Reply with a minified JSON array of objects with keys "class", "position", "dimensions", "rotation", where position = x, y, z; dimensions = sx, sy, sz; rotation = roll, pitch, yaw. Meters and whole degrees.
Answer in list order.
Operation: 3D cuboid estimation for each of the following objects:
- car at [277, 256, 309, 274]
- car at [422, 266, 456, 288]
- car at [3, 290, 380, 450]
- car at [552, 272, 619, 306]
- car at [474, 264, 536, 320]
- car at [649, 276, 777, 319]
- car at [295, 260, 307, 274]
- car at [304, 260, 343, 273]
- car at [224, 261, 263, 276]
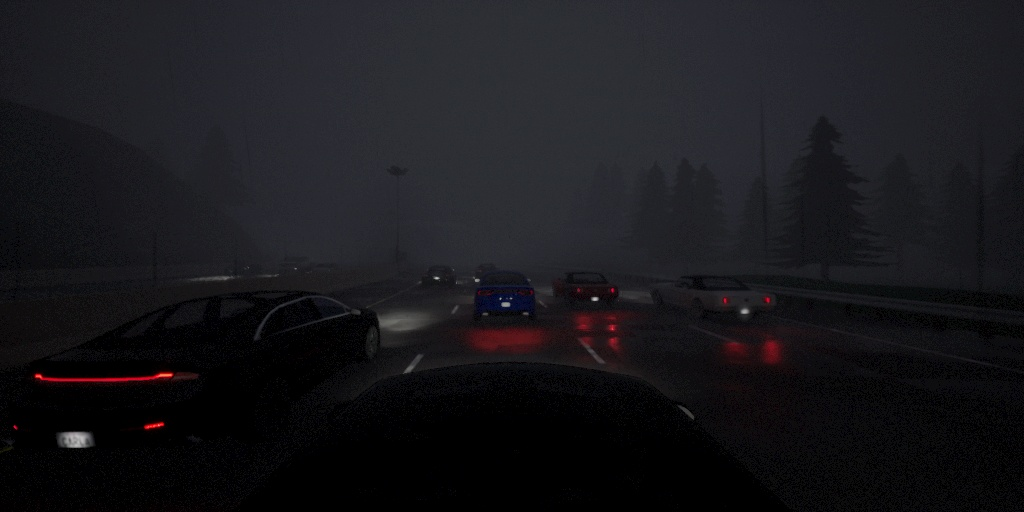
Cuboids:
[{"class":"car","position":[-25.933,1.024,42.884],"dimensions":[2.150,2.045,5.566],"rotation":[0,0,-13]},{"class":"car","position":[-4.781,1.323,23.817],"dimensions":[1.994,1.385,4.181],"rotation":[0,0,-6]},{"class":"car","position":[-3.521,1.248,5.281],"dimensions":[2.128,1.511,4.902],"rotation":[0,0,-1]},{"class":"car","position":[3.009,1.345,15.828],"dimensions":[1.895,1.301,4.718],"rotation":[0,0,-4]},{"class":"car","position":[-0.311,1.228,12.672],"dimensions":[1.882,1.535,5.008],"rotation":[0,0,-3]},{"class":"car","position":[6.706,1.338,12.730],"dimensions":[1.895,1.301,4.718],"rotation":[0,0,-3]},{"class":"car","position":[-21.603,1.392,39.446],"dimensions":[1.895,1.301,4.718],"rotation":[0,0,-12]},{"class":"car","position":[-16.789,1.308,32.663],"dimensions":[1.812,1.442,4.674],"rotation":[0,0,-10]},{"class":"car","position":[-28.498,1.296,38.156],"dimensions":[2.128,1.511,4.902],"rotation":[0,0,-12]}]
